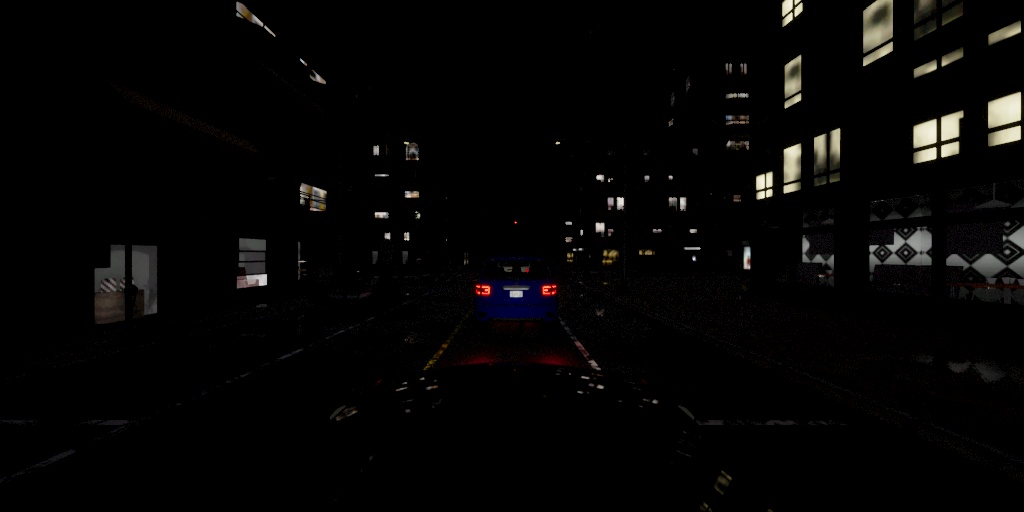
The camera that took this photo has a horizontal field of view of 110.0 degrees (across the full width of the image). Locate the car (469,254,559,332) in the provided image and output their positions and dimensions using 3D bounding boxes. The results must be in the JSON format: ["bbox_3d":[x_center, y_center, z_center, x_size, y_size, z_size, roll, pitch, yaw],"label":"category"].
[{"bbox_3d":[0.101,0.971,10.979,2.150,2.045,5.566,0,0,0],"label":"car"}]

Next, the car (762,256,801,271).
[{"bbox_3d":[25.815,0.822,34.451,4.313,1.339,1.948,0,0,0],"label":"car"}]

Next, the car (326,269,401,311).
[{"bbox_3d":[-5.736,1.332,14.384,1.802,1.307,4.207,0,0,0],"label":"car"}]

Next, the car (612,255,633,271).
[{"bbox_3d":[14.589,0.764,42.737,5.009,1.841,2.192,0,0,0],"label":"car"}]

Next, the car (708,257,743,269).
[{"bbox_3d":[25.681,0.824,42.831,4.207,1.307,1.802,0,0,0],"label":"car"}]

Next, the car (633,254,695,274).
[{"bbox_3d":[14.721,0.778,34.358,5.009,1.841,2.192,0,0,0],"label":"car"}]
